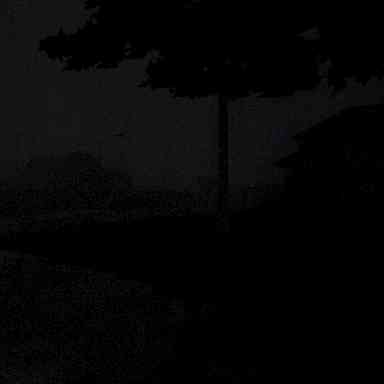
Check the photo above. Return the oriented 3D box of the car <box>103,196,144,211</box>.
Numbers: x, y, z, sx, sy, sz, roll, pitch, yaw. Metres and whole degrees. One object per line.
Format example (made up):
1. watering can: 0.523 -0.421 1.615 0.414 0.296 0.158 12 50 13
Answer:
1. car: -7.220 1.206 35.294 1.837 1.490 4.892 1 1 36
